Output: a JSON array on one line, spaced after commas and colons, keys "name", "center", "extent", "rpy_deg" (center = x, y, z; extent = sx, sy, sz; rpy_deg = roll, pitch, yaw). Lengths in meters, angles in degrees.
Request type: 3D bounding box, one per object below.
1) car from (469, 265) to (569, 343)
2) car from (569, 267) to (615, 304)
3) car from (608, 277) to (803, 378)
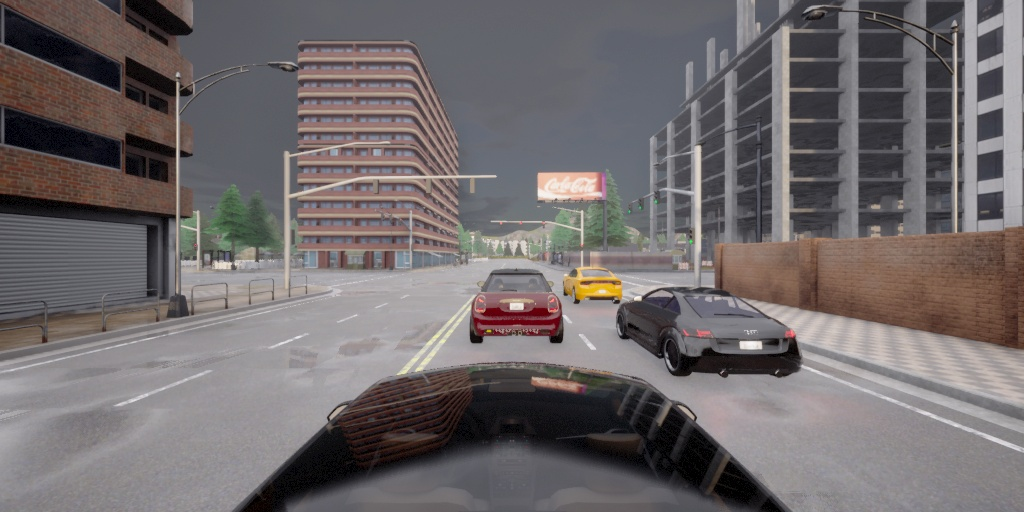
[{"name": "car", "center": [0.100, 1.102, 9.814], "extent": [2.097, 1.767, 4.553], "rpy_deg": [0, 0, 0]}, {"name": "car", "center": [3.498, 1.228, 16.343], "extent": [1.882, 1.535, 5.008], "rpy_deg": [0, 0, 0]}, {"name": "car", "center": [3.598, 1.314, 7.410], "extent": [1.994, 1.385, 4.181], "rpy_deg": [0, 0, 0]}]
